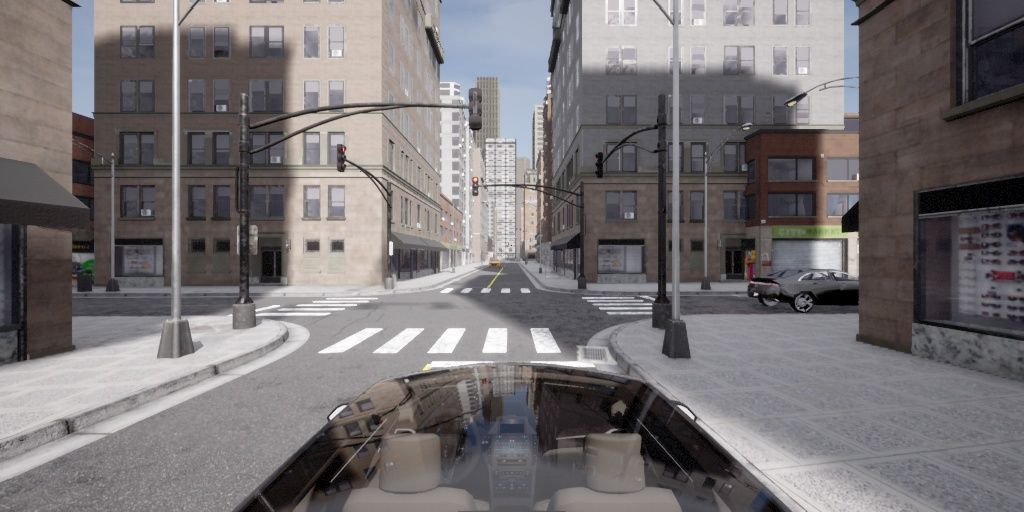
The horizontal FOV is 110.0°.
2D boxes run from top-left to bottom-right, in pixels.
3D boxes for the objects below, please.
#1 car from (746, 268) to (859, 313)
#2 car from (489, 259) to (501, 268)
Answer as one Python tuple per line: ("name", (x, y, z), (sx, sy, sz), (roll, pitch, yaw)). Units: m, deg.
("car", (11.428, 1.209, 13.234), (4.902, 1.511, 2.128), (0, 0, 0))
("car", (-2.995, 1.207, 62.919), (1.882, 1.535, 5.008), (0, 0, 0))
